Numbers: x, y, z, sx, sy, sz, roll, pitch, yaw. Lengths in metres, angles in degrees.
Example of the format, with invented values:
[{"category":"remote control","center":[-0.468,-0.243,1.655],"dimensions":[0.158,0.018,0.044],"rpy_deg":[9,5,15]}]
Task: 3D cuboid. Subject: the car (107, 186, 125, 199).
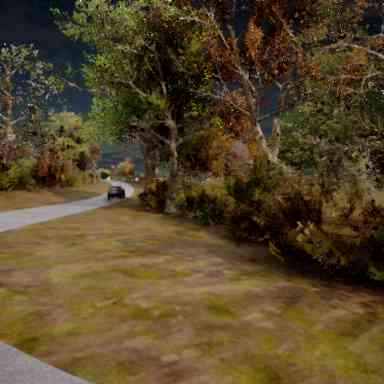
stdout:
[{"category":"car","center":[-11.845,0.051,52.162],"dimensions":[2.150,2.045,5.566],"rpy_deg":[0,2,-4]}]
